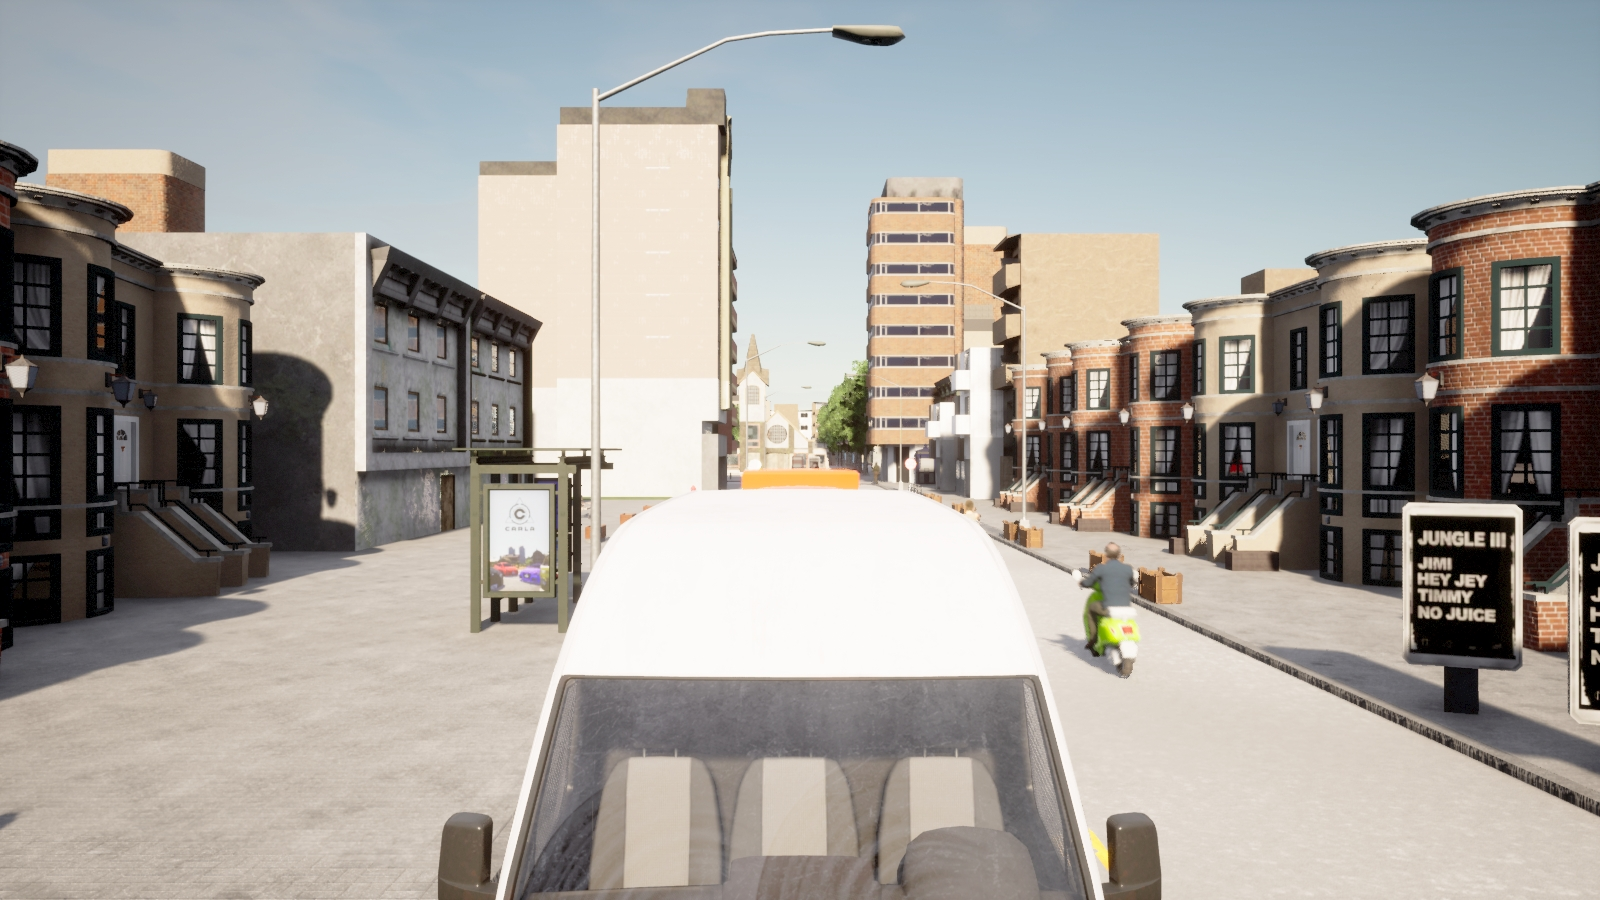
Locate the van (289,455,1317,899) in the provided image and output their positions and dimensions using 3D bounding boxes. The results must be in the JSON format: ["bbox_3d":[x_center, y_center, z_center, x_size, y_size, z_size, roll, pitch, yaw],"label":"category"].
[{"bbox_3d":[0.007,1.317,5.167,1.988,2.561,5.915,0,0,0],"label":"van"}]

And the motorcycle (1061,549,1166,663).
[{"bbox_3d":[4.002,1.968,14.738,0.856,1.236,1.805,0,0,0],"label":"motorcycle"}]
